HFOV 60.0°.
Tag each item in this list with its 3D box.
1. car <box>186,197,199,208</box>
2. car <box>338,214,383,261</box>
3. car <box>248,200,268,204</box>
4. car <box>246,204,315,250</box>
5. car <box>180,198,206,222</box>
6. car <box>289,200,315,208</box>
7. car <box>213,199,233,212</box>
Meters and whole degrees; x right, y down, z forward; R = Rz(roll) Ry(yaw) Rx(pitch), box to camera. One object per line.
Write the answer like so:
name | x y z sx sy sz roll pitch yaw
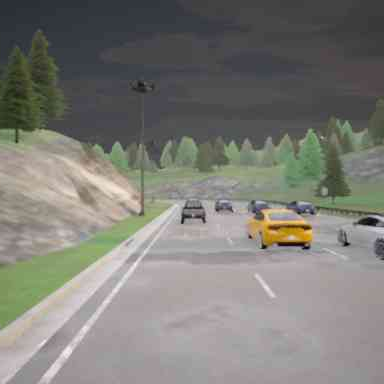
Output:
car | 0.107 1.539 48.408 1.812 1.442 4.674 0 0 0
car | 7.099 1.530 12.189 1.812 1.442 4.674 0 0 0
car | 7.104 1.536 35.564 1.812 1.442 4.674 0 0 0
car | 3.603 1.482 14.454 1.882 1.535 5.008 0 0 0
car | 0.104 1.498 26.122 2.128 1.511 4.902 0 0 0
car | 10.603 1.535 32.717 1.812 1.442 4.674 0 0 0
car | 3.606 1.537 38.586 1.812 1.442 4.674 0 0 0
